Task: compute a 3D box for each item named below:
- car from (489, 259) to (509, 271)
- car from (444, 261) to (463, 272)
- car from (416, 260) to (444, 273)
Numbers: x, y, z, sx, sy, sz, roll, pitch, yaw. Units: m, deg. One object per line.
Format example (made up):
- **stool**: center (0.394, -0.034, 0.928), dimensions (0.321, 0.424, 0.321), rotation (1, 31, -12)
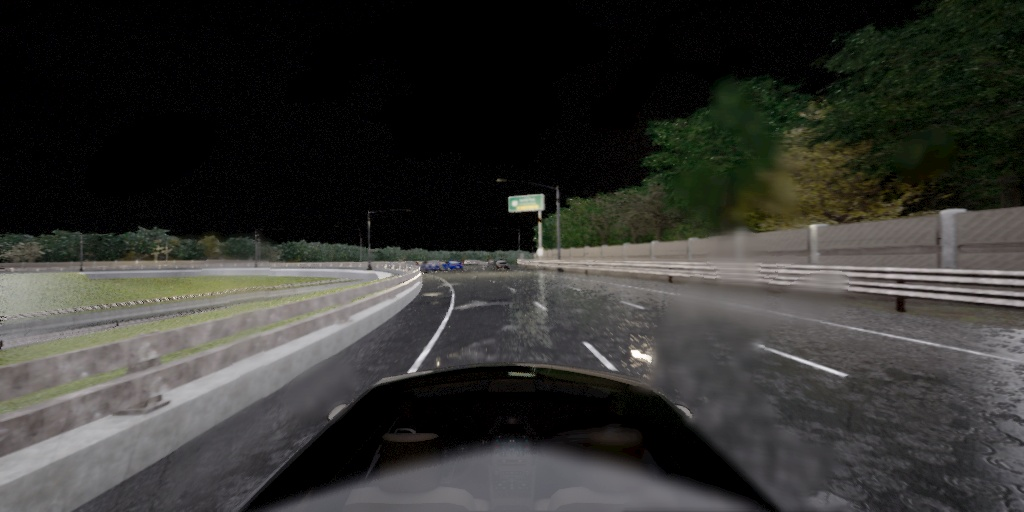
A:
- **car**: center (-1.674, 1.292, 51.399), dimensions (1.837, 1.490, 4.892), rotation (-2, 0, -10)
- **car**: center (-8.609, 1.404, 51.575), dimensions (1.882, 1.535, 5.008), rotation (-1, 0, -27)
- **car**: center (-11.317, 1.331, 49.169), dimensions (2.097, 1.767, 4.553), rotation (-1, 0, -27)
